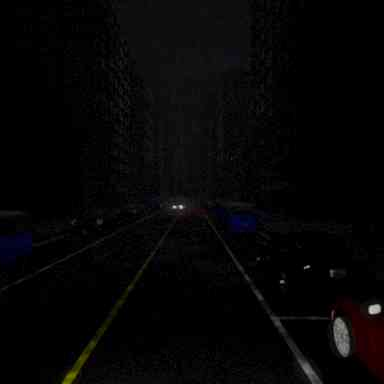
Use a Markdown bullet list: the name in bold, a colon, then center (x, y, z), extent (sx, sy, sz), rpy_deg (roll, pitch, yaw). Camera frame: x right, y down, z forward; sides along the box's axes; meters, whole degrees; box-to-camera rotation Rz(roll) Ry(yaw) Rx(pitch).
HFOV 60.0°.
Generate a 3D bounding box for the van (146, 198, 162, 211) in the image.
- **van**: center (-5.686, 1.785, 47.085), extent (1.690, 1.788, 3.998), rpy_deg (0, -1, 0)

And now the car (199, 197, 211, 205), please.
- **car**: center (2.835, 1.864, 58.089), extent (2.192, 1.841, 5.009), rpy_deg (0, -1, 0)

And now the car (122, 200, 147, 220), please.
- **car**: center (-5.680, 1.729, 30.580), extent (1.967, 1.590, 4.097), rpy_deg (0, -1, 0)

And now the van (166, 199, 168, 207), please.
- **van**: center (-5.690, 1.890, 58.086), extent (1.690, 1.788, 3.998), rpy_deg (0, -1, 0)

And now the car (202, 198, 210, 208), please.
- **car**: center (2.838, 2.078, 52.585), extent (1.802, 1.307, 4.206), rpy_deg (0, -1, 0)

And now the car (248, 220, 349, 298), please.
- **car**: center (2.853, 1.648, 8.577), extent (1.947, 1.339, 4.313), rpy_deg (0, -1, 0)

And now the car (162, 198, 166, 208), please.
- **car**: center (-5.688, 2.047, 52.583), extent (2.008, 1.369, 4.403), rpy_deg (0, -1, 0)

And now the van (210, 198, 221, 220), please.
- **van**: center (2.845, 1.630, 30.583), extent (1.690, 1.788, 3.998), rpy_deg (0, -1, 0)

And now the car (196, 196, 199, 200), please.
- **car**: center (2.824, 2.438, 91.093), extent (1.947, 1.339, 4.313), rpy_deg (0, -1, 0)

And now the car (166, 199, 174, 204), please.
- **car**: center (-5.700, 2.399, 85.589), extent (1.802, 1.307, 4.206), rpy_deg (0, -1, 0)

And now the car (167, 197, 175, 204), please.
- **car**: center (-5.702, 2.312, 91.092), extent (1.967, 1.590, 4.097), rpy_deg (0, -1, 0)

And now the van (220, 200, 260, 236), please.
- **van**: center (2.849, 1.526, 19.581), extent (1.690, 1.788, 3.998), rpy_deg (0, -1, 0)

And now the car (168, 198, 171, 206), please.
- **car**: center (-5.692, 2.168, 63.585), extent (1.947, 1.339, 4.313), rpy_deg (0, -1, 0)

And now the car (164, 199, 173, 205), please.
- **car**: center (-5.697, 2.329, 80.088), extent (1.947, 1.339, 4.313), rpy_deg (0, -1, 0)

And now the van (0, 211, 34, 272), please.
- **van**: center (-5.673, 1.423, 8.576), extent (1.690, 1.788, 3.998), rpy_deg (0, -1, 0)

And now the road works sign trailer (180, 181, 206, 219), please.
- **road works sign trailer**: center (-0.011, 0.769, 32.269), extent (2.380, 3.560, 2.880), rpy_deg (0, -1, 0)

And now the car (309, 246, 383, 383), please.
- **car**: center (2.855, 1.575, 3.076), extent (1.887, 1.381, 4.507), rpy_deg (0, -1, 0)

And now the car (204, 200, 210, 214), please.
- **car**: center (2.842, 1.974, 41.584), extent (1.802, 1.307, 4.206), rpy_deg (0, -1, 0)

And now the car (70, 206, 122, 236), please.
- **car**: center (-5.677, 1.626, 19.577), extent (1.967, 1.590, 4.097), rpy_deg (0, -1, 0)

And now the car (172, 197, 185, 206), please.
- **car**: center (-3.025, 2.273, 71.756), extent (1.895, 1.301, 4.718), rpy_deg (0, -1, 0)

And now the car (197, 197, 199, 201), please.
- **car**: center (2.828, 2.313, 80.092), extent (2.008, 1.369, 4.403), rpy_deg (0, -1, 0)
